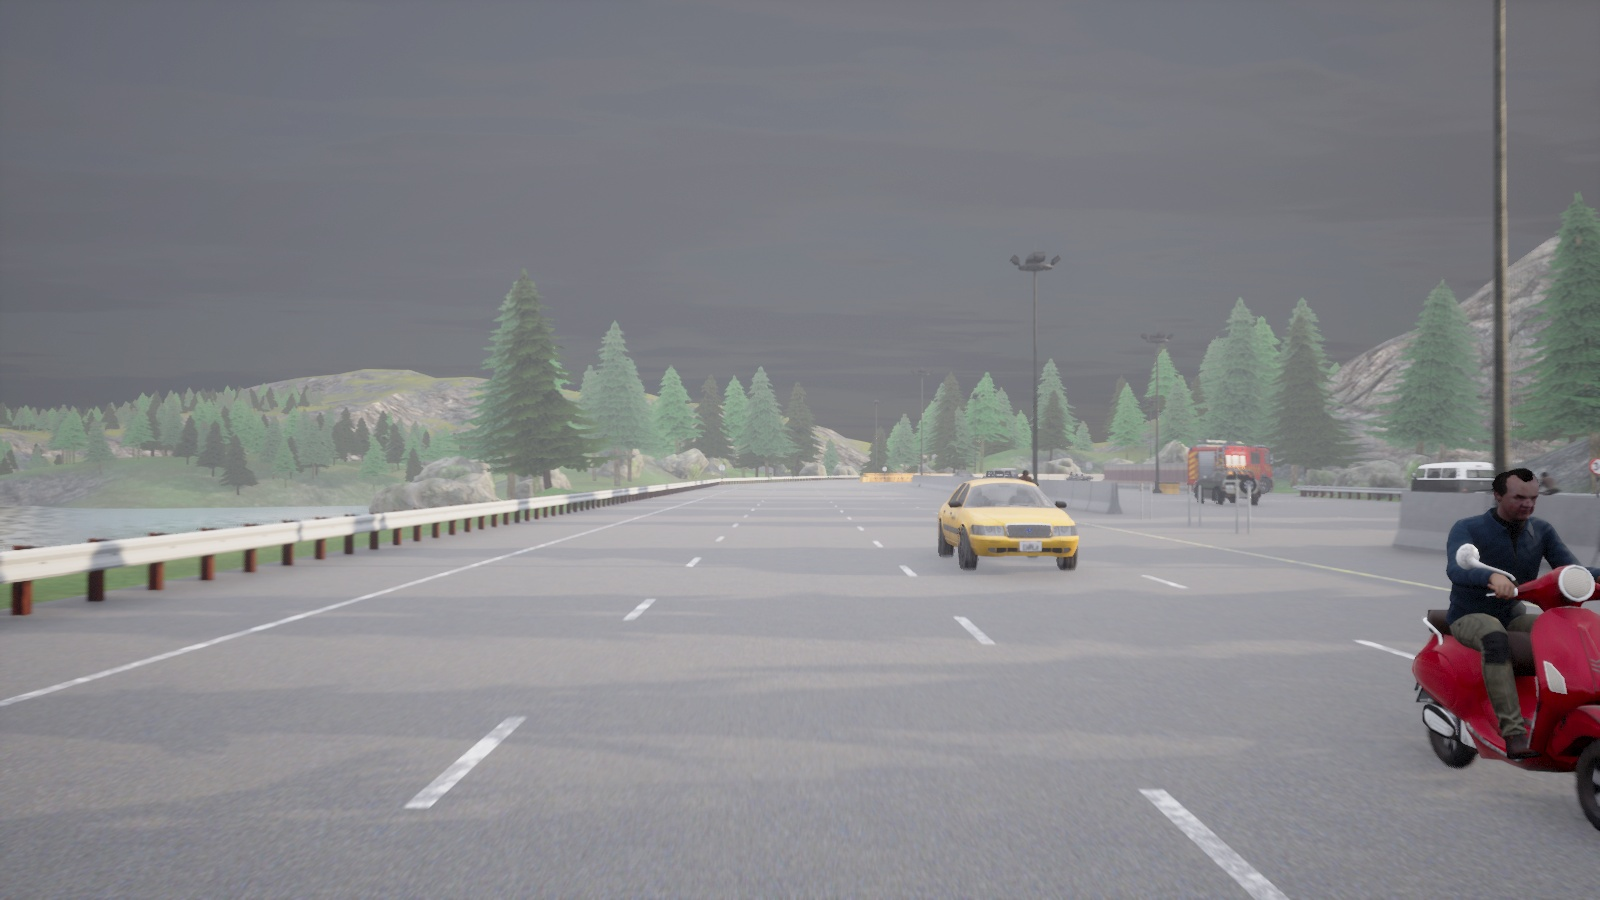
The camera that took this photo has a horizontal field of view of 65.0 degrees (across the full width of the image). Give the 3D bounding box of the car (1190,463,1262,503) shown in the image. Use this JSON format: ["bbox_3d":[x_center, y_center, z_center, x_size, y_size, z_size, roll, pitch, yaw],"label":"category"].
[{"bbox_3d":[20.854,1.578,61.640,1.932,1.855,4.605,0,0,0],"label":"car"}]

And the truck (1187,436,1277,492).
[{"bbox_3d":[31.070,1.027,90.082,2.891,3.827,8.468,-2,-2,43],"label":"truck"}]

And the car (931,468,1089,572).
[{"bbox_3d":[3.448,1.101,21.647,1.801,1.575,5.366,0,-1,0],"label":"car"}]

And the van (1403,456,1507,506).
[{"bbox_3d":[27.872,1.322,53.645,2.069,2.038,4.480,0,-1,0],"label":"van"}]

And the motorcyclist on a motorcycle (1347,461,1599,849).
[{"bbox_3d":[3.486,0.855,6.076,0.866,1.590,1.817,0,-1,0],"label":"motorcyclist on a motorcycle"}]
